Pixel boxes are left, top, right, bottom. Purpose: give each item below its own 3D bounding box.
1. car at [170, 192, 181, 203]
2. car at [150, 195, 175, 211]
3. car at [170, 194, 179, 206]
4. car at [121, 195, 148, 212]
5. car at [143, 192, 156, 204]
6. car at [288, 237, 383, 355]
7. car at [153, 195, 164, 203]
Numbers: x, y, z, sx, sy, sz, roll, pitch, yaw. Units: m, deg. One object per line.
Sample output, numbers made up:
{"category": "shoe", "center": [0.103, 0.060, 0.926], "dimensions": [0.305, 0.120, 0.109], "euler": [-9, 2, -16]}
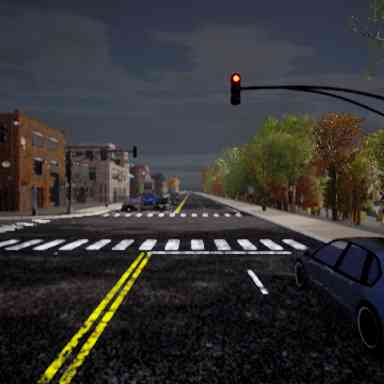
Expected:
{"category": "car", "center": [-3.420, 1.033, 66.398], "dimensions": [2.150, 2.045, 5.566], "euler": [0, 0, 0]}
{"category": "car", "center": [-3.395, 1.393, 39.083], "dimensions": [1.837, 1.490, 4.892], "euler": [0, 0, 0]}
{"category": "car", "center": [-3.432, 1.418, 51.245], "dimensions": [1.994, 1.385, 4.181], "euler": [0, 0, 0]}
{"category": "car", "center": [-6.647, 1.439, 37.780], "dimensions": [2.033, 1.411, 5.357], "euler": [0, 0, 0]}
{"category": "car", "center": [-6.677, 1.071, 51.913], "dimensions": [2.150, 2.045, 5.566], "euler": [0, 1, 0]}
{"category": "car", "center": [3.346, 1.530, 5.985], "dimensions": [2.033, 1.411, 5.357], "euler": [0, 0, 0]}
{"category": "car", "center": [-6.665, 1.339, 66.720], "dimensions": [1.812, 1.442, 4.674], "euler": [0, 1, 0]}
